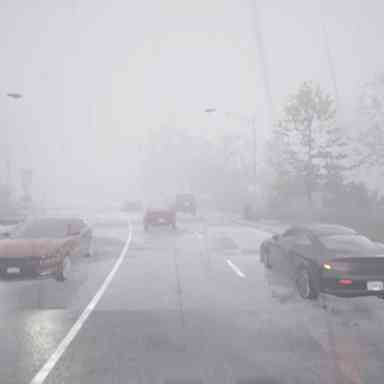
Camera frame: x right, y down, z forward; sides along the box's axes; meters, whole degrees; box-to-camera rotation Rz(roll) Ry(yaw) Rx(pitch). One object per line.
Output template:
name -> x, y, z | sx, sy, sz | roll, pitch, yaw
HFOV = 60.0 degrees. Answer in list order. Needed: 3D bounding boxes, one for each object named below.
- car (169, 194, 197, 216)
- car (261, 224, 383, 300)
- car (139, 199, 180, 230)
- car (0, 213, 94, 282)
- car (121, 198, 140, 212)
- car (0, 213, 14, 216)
car -> -1.193, 1.208, 32.296 | 2.150, 2.045, 5.566 | 0, 0, -16
car -> 3.118, 1.511, 8.253 | 1.812, 1.442, 4.674 | 0, 0, -4
car -> -2.202, 1.470, 21.403 | 1.882, 1.535, 5.008 | 0, 0, -10
car -> -4.249, 1.483, 9.933 | 1.882, 1.535, 5.008 | 0, 0, -6
car -> -7.114, 1.470, 39.127 | 1.882, 1.535, 5.008 | 0, 0, -20
car -> -8.267, 1.612, 14.380 | 1.895, 1.301, 4.718 | 0, 0, -8
